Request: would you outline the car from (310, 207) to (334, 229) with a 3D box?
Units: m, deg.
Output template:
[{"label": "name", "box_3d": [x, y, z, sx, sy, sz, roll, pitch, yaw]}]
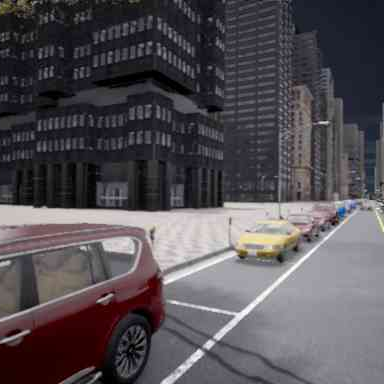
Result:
[{"label": "car", "box_3d": [8.564, 1.949, 23.185, 1.802, 1.307, 4.206, 0, -1, 28]}]

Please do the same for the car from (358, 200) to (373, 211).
[{"label": "car", "box_3d": [30.886, 2.586, 58.958, 1.812, 1.442, 4.674, 0, -1, 28]}]

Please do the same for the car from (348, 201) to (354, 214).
[{"label": "car", "box_3d": [21.979, 2.404, 48.199, 1.802, 1.307, 4.206, 0, -1, 28]}]

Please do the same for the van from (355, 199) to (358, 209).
[{"label": "van", "box_3d": [30.031, 2.439, 63.210, 1.690, 1.788, 3.998, 0, -1, 28]}]

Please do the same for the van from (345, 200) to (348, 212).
[{"label": "van", "box_3d": [16.616, 1.980, 38.196, 1.690, 1.788, 3.998, 0, -1, 28]}]

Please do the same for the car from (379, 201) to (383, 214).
[{"label": "car", "box_3d": [28.887, 2.424, 48.883, 1.837, 1.490, 4.892, 0, -1, 28]}]

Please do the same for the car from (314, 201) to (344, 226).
[{"label": "car", "box_3d": [11.250, 1.772, 28.191, 2.192, 1.841, 5.009, 0, -1, 28]}]

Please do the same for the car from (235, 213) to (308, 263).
[{"label": "car", "box_3d": [3.119, 1.710, 13.031, 1.752, 1.417, 4.829, 0, -1, 28]}]

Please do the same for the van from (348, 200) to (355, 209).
[{"label": "van", "box_3d": [24.665, 2.255, 53.205, 1.690, 1.788, 3.998, 0, -1, 28]}]

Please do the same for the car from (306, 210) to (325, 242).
[{"label": "car", "box_3d": [5.882, 1.859, 18.183, 1.802, 1.307, 4.206, 0, -1, 28]}]

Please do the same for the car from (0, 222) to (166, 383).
[{"label": "car", "box_3d": [-2.164, 1.323, 3.177, 2.192, 1.841, 5.009, 0, -1, 28]}]
